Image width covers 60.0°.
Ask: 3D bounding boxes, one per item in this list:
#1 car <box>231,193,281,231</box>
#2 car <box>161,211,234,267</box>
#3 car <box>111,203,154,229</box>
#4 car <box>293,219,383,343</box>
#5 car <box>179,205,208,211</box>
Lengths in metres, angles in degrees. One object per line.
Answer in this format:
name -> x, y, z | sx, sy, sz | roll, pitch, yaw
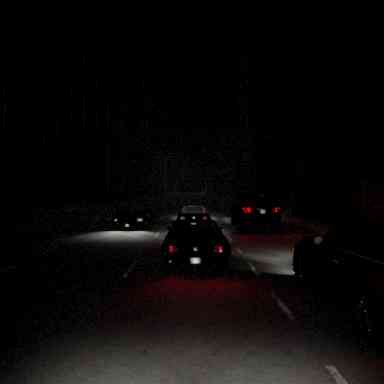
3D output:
car -> 3.605, 1.090, 19.567 | 2.150, 2.045, 5.566 | 0, 0, 0
car -> 0.097, 1.527, 11.053 | 1.895, 1.301, 4.718 | 0, 0, 0
car -> -3.509, 1.411, 20.708 | 2.033, 1.411, 5.357 | 0, 0, 0
car -> 3.588, 1.309, 6.540 | 2.097, 1.767, 4.553 | 0, 1, 0
car -> 0.096, 1.464, 20.745 | 1.895, 1.301, 4.718 | 0, 0, 0
